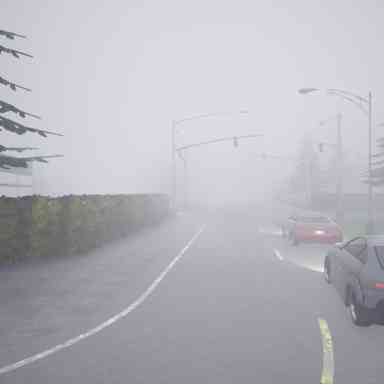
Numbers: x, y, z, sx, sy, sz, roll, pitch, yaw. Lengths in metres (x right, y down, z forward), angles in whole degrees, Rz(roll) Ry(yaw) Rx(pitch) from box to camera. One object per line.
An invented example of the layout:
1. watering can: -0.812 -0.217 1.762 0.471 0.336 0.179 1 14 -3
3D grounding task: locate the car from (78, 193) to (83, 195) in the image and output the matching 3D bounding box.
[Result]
1. car: -26.051 1.077 78.241 1.905 1.878 3.866 0 0 8

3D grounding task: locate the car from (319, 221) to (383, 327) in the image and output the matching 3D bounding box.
1. car: 3.996 1.564 6.790 1.994 1.385 4.181 0 0 14

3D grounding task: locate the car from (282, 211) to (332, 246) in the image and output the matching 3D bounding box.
1. car: 5.302 1.564 15.115 1.994 1.385 4.181 0 0 8

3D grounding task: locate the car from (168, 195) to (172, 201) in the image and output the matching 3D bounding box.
1. car: -4.720 1.374 75.625 1.845 1.501 3.633 0 0 8

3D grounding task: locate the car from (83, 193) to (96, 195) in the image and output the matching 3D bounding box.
1. car: -23.116 1.097 78.259 1.932 1.855 4.605 0 0 8
